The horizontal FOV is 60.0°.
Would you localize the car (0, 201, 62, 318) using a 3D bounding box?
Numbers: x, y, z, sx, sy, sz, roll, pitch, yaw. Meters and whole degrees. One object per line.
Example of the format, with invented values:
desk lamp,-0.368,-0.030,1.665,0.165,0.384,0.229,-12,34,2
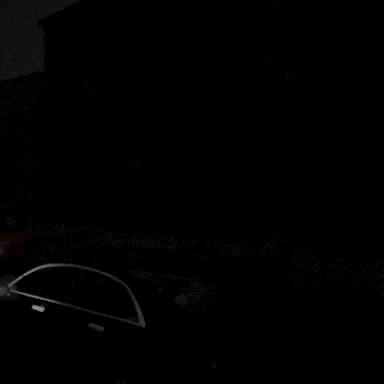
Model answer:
car,-5.784,1.225,7.659,5.566,2.045,2.435,0,0,36
